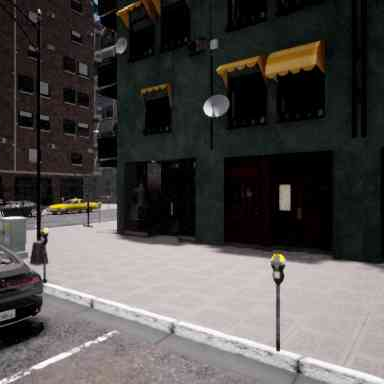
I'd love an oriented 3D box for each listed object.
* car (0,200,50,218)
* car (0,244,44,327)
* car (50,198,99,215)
[{"bbox_3d":[-13.974,1.347,26.104,2.008,1.369,4.403,1,1,35],"label":"car"},{"bbox_3d":[-4.458,1.551,6.072,4.403,1.369,2.008,0,0,36],"label":"car"},{"bbox_3d":[-10.874,1.247,30.522,1.752,1.417,4.829,1,1,35],"label":"car"}]
